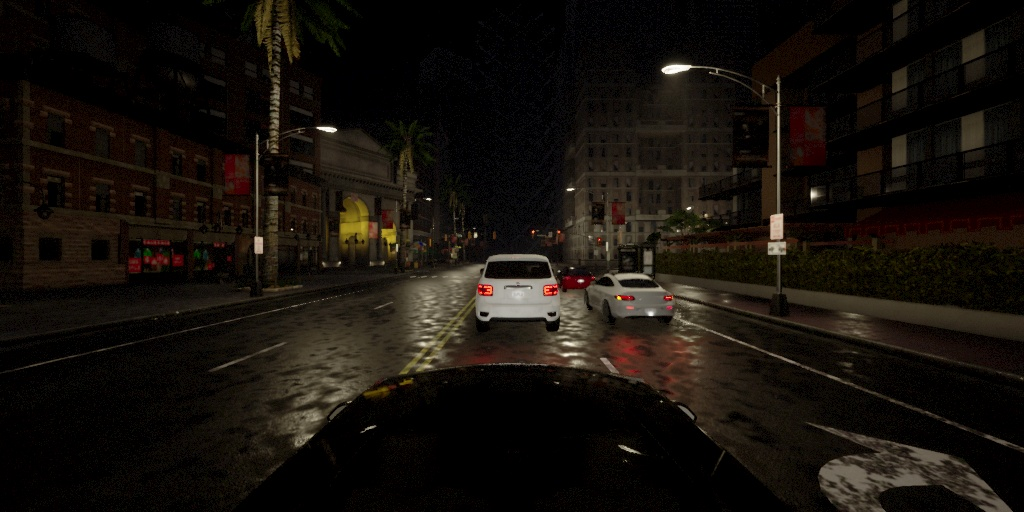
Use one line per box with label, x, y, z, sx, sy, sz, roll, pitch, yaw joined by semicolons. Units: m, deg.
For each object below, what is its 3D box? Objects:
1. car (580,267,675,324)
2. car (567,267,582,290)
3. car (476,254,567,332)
car;3.672;1.276;11.786;1.812;1.442;4.674;0;0;0
car;3.725;1.314;21.321;1.994;1.385;4.181;0;0;0
car;0.159;0.972;11.043;2.150;2.045;5.566;0;0;0
